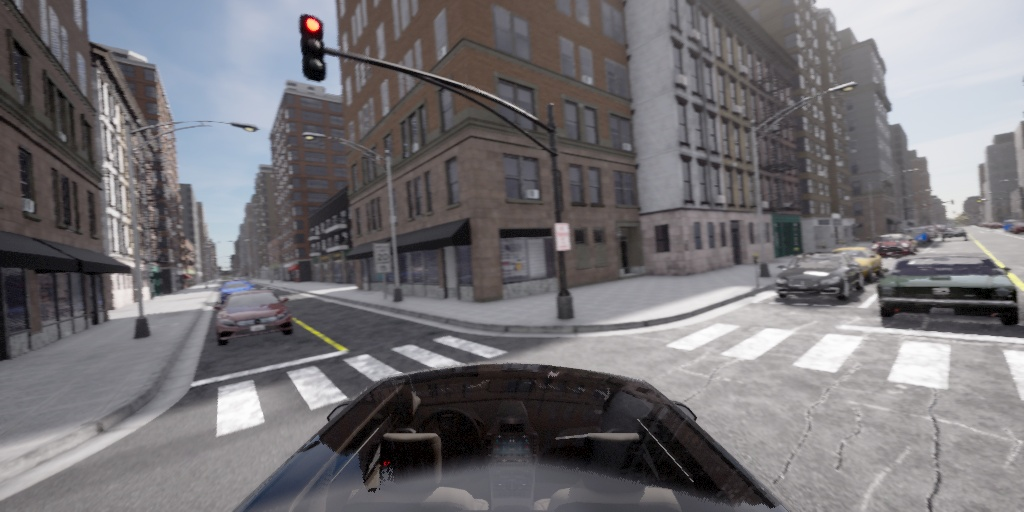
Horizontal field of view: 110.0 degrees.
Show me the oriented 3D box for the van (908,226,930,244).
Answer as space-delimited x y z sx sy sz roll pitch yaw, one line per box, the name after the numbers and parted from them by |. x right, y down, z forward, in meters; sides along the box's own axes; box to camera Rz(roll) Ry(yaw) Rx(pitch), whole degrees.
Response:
43.830 -2.158 38.988 3.998 1.789 1.690 0 0 -39 | van

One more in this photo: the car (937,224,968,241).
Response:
49.016 -2.455 39.781 4.718 1.301 1.895 -4 0 -39 | car

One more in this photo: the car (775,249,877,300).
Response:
10.240 0.556 11.859 4.403 1.370 2.007 0 0 -39 | car

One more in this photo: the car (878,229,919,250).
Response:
27.035 -0.808 25.424 4.097 1.591 1.967 0 0 -39 | car

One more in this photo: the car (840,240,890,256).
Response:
14.306 0.217 15.144 4.829 1.417 1.751 0 0 -39 | car

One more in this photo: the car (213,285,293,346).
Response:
-8.678 1.878 12.021 1.812 1.442 4.674 -4 0 -38 | car

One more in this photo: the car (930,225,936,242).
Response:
48.028 -2.497 42.379 5.009 1.841 2.192 0 0 -39 | car

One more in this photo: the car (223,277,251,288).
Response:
-20.854 2.682 27.163 1.882 1.535 5.008 -4 0 -39 | car

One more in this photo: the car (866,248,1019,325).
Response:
10.046 0.627 8.360 4.718 1.301 1.895 -4 0 -39 | car

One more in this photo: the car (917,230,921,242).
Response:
31.101 -1.035 28.708 4.829 1.417 1.751 0 0 -39 | car
